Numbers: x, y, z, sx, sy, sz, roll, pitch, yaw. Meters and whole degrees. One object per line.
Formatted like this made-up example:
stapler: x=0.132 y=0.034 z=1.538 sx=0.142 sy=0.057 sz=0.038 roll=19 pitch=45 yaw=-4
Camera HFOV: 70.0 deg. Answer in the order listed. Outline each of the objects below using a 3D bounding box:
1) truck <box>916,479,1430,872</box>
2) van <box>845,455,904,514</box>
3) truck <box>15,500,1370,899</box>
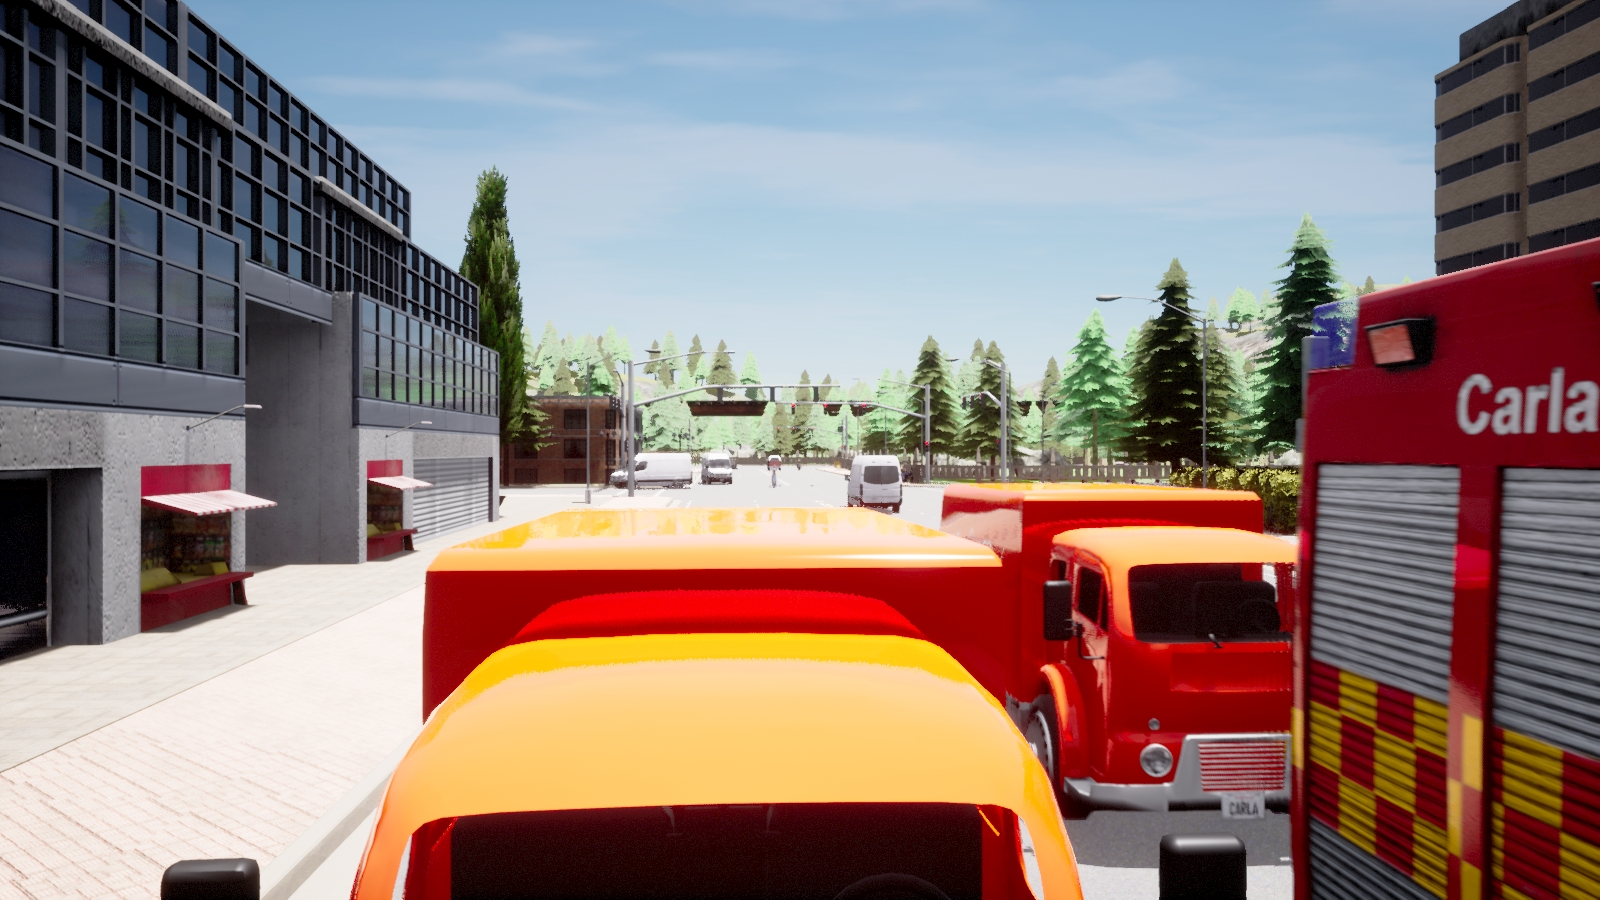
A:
truck: x=2.791 y=1.568 z=10.273 sx=2.627 sy=2.467 sz=5.204 roll=0 pitch=0 yaw=-4
van: x=3.411 y=1.535 z=53.444 sx=1.988 sy=2.561 sz=5.915 roll=0 pitch=0 yaw=-4
truck: x=-0.347 y=1.567 z=4.821 sx=2.627 sy=2.467 sz=5.204 roll=0 pitch=0 yaw=-4
